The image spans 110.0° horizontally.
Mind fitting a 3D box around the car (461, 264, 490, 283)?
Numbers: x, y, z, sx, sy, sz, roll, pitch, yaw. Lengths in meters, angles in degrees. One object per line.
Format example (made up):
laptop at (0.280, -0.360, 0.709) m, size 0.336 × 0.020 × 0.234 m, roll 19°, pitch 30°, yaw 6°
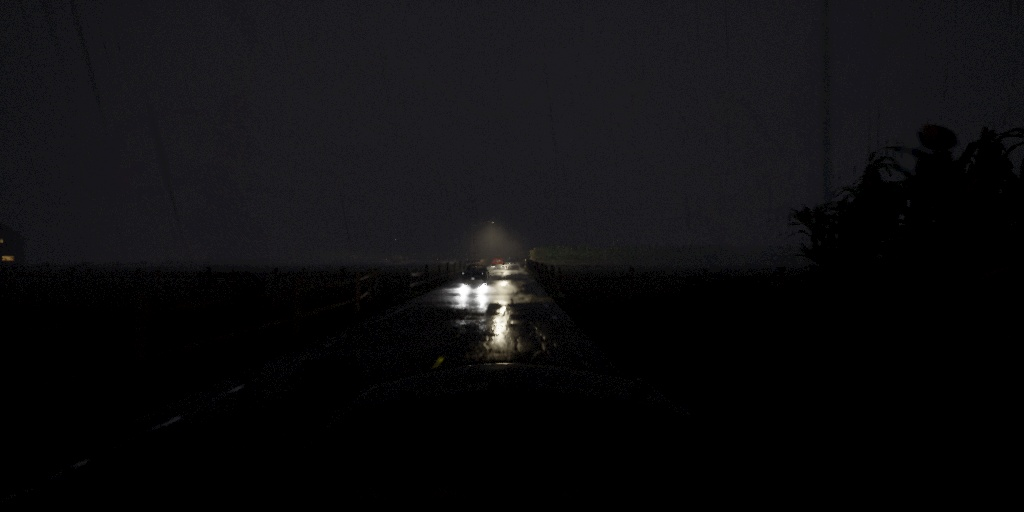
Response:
car at (-2.840, 1.337, 28.293) m, size 1.895 × 1.301 × 4.718 m, roll 0°, pitch 0°, yaw 0°
